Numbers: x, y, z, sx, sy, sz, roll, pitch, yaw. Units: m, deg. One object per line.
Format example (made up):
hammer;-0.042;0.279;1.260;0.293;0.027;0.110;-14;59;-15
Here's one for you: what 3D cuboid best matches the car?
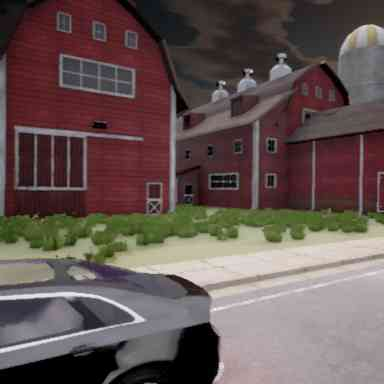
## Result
car;-2.051;1.432;2.820;4.902;1.511;2.128;0;1;-28
